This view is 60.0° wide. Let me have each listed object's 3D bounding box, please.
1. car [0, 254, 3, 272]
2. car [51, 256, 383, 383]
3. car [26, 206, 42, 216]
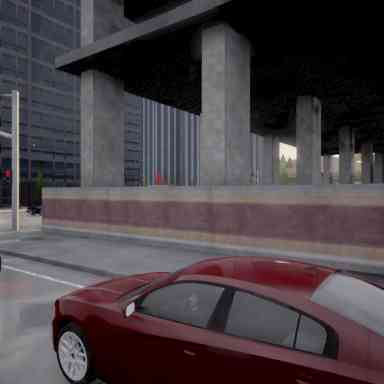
[{"bbox_3d":[-6.887,1.564,8.850,4.181,1.385,1.994,0,0,36],"label":"car"},{"bbox_3d":[0.460,1.478,3.662,5.008,1.535,1.882,0,0,35],"label":"car"},{"bbox_3d":[-14.083,1.656,33.517,1.895,1.301,4.718,0,0,36],"label":"car"}]
